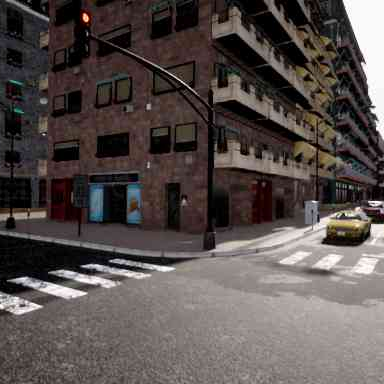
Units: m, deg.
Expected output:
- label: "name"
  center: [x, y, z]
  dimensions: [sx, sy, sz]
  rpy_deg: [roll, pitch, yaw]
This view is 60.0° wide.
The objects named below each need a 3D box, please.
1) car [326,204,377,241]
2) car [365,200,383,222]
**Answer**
- label: "car"
  center: [8.030, 1.539, 16.890]
  dimensions: [1.752, 1.417, 4.829]
  rpy_deg: [1, 1, 34]
- label: "car"
  center: [14.419, 1.463, 26.398]
  dimensions: [1.967, 1.590, 4.097]
  rpy_deg: [1, 1, 34]
